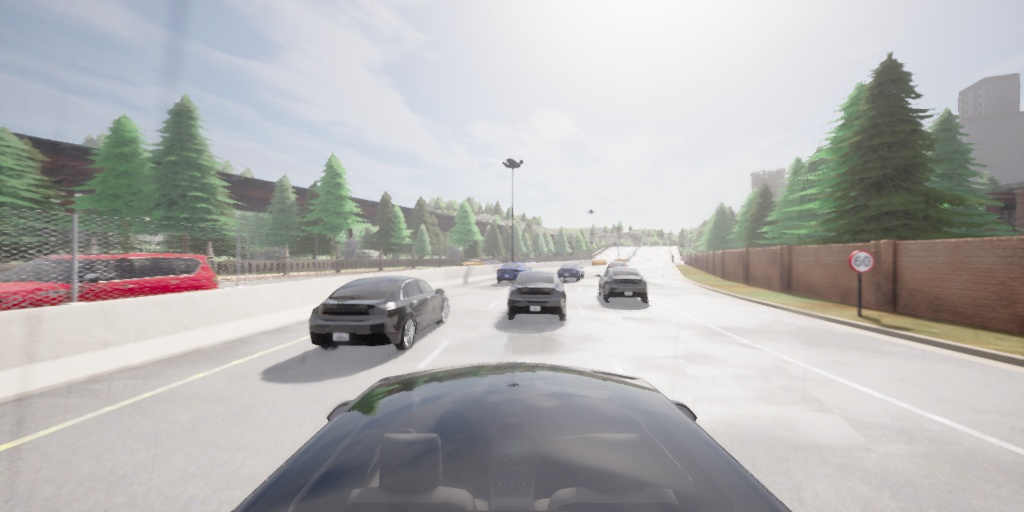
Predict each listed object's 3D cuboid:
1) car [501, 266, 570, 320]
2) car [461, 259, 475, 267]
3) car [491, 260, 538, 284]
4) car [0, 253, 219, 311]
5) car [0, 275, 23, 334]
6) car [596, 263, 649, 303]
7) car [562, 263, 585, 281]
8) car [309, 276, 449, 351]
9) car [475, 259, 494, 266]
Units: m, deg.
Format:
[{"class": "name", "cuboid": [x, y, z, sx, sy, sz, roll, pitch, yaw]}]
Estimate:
[{"class": "car", "cuboid": [0.950, 1.260, 12.668, 1.837, 1.490, 4.892, 0, 0, 7]}, {"class": "car", "cuboid": [-5.509, 1.209, 51.659, 1.882, 1.535, 5.008, 0, 0, 24]}, {"class": "car", "cuboid": [0.312, 1.231, 27.003, 1.882, 1.535, 5.008, 0, 0, 15]}, {"class": "car", "cuboid": [-10.210, 0.931, 8.729, 2.150, 2.045, 5.566, 0, 0, 5]}, {"class": "car", "cuboid": [-13.789, 1.220, 7.062, 1.812, 1.442, 4.674, 0, 0, 4]}, {"class": "car", "cuboid": [5.131, 1.277, 16.916, 1.837, 1.490, 4.892, 0, 0, 10]}, {"class": "car", "cuboid": [4.998, 1.299, 30.335, 1.812, 1.442, 4.674, 0, 0, 18]}, {"class": "car", "cuboid": [-2.950, 1.244, 8.988, 1.837, 1.490, 4.892, 0, 0, 4]}, {"class": "car", "cuboid": [-2.818, 1.268, 49.087, 1.812, 1.442, 4.674, 0, 0, 24]}]
